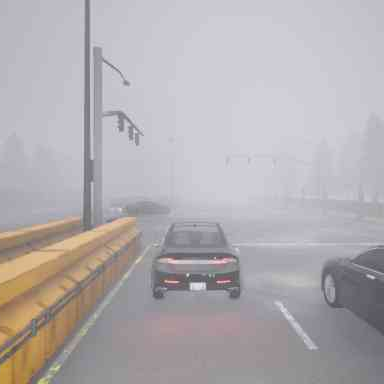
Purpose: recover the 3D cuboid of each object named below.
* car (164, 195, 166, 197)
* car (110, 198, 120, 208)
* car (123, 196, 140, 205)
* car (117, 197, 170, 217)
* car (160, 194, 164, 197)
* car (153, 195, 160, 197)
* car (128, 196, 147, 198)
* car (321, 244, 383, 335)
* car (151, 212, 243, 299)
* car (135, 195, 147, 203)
[{"bbox_3d":[-7.083,1.355,75.811,2.097,1.767,4.553,0,0,0],"label":"car"},{"bbox_3d":[-10.651,1.547,49.236,2.033,1.411,5.357,0,0,0],"label":"car"},{"bbox_3d":[-10.641,1.491,59.022,2.128,1.511,4.902,0,0,0],"label":"car"},{"bbox_3d":[-4.291,1.526,31.577,4.674,1.442,1.812,0,0,-41],"label":"car"},{"bbox_3d":[-7.108,1.526,65.836,1.812,1.442,4.674,0,0,0],"label":"car"},{"bbox_3d":[-7.149,1.547,56.022,2.033,1.411,5.357,0,0,0],"label":"car"},{"bbox_3d":[-7.149,1.352,46.548,2.097,1.767,4.553,0,0,0],"label":"car"},{"bbox_3d":[3.596,1.505,5.027,1.837,1.490,4.892,0,0,0],"label":"car"},{"bbox_3d":[0.075,1.492,8.440,2.128,1.511,4.902,0,0,-1],"label":"car"},{"bbox_3d":[-10.575,1.478,69.111,1.882,1.535,5.008,0,0,0],"label":"car"}]
